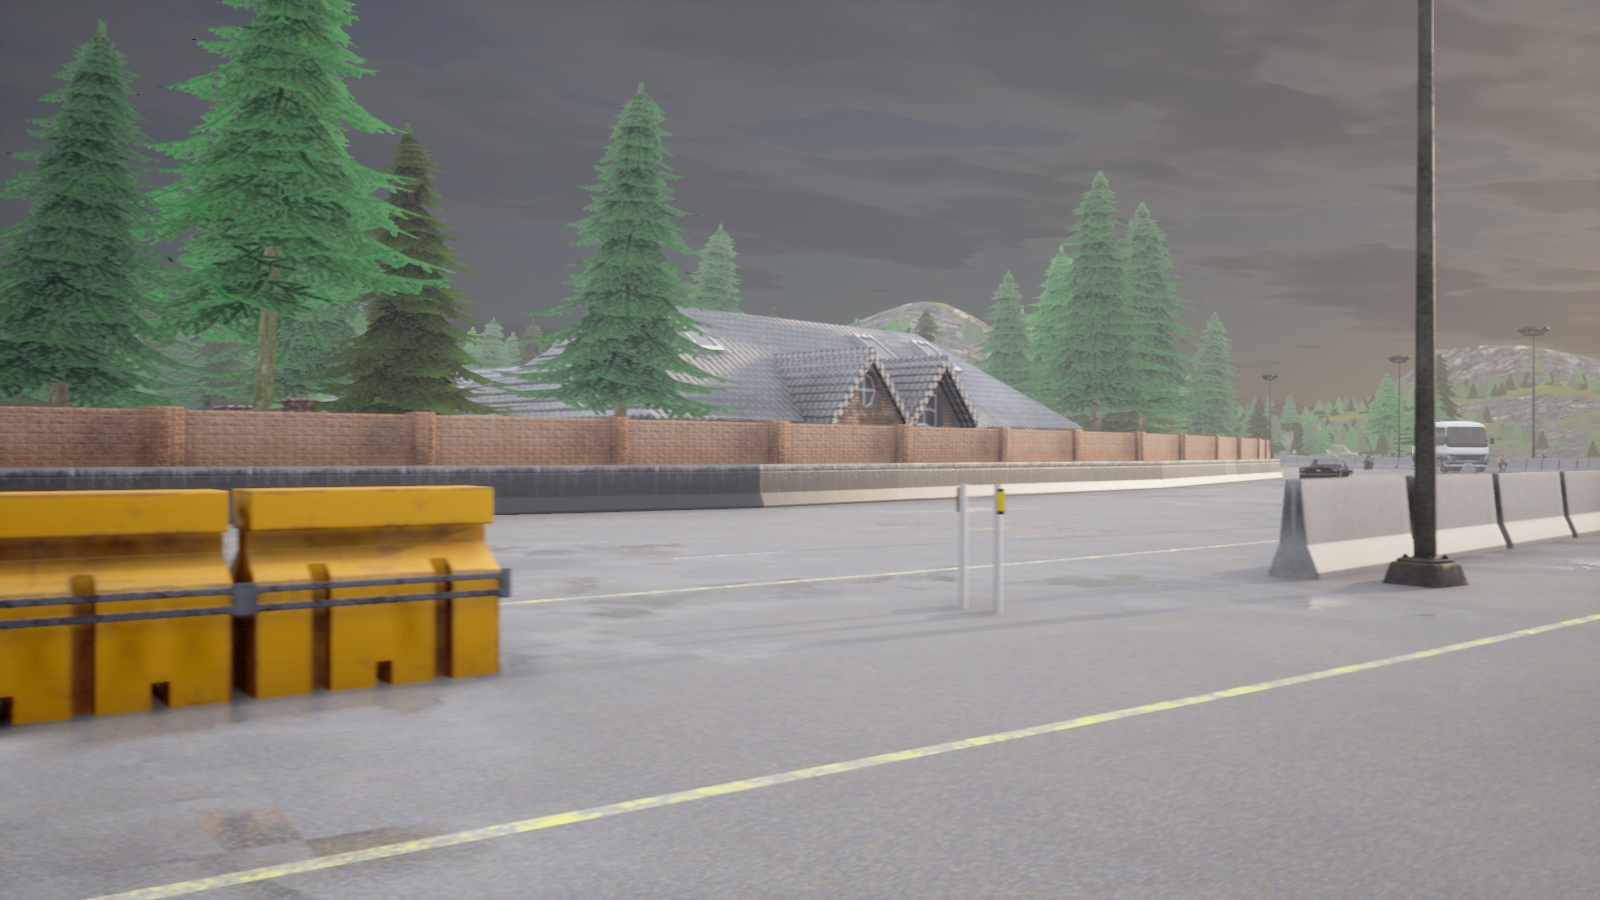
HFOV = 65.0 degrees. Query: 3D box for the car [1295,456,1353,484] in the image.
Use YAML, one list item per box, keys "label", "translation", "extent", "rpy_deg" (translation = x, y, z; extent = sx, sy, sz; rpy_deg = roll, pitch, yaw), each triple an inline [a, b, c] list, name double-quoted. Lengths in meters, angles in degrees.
- label: "car"
  translation: [25.742, 0.945, 61.554]
  extent: [1.895, 1.301, 4.718]
  rpy_deg: [0, 0, 32]
